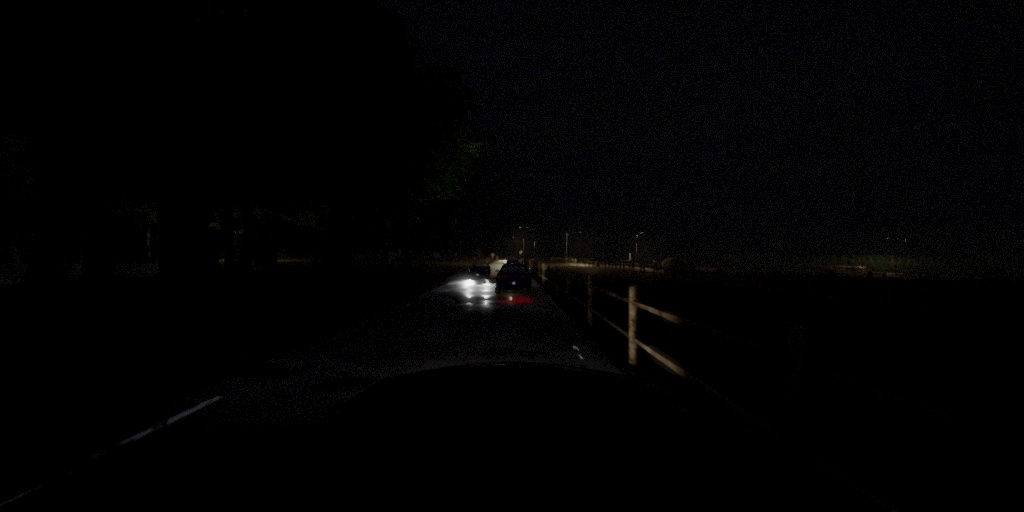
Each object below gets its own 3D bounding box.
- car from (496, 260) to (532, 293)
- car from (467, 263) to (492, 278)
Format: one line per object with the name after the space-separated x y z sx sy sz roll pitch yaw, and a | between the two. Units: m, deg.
0.091 1.178 20.376 1.882 1.535 5.008 0 1 0 | car
-2.854 1.265 32.158 1.895 1.301 4.718 0 0 0 | car
